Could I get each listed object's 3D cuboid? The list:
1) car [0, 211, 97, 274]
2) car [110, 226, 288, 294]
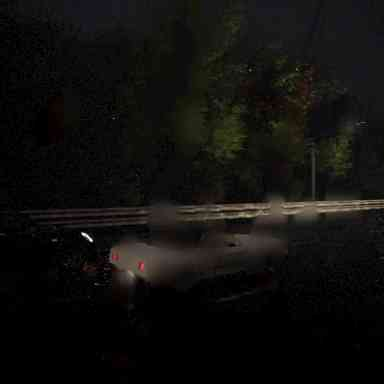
[{"bbox_3d":[-4.981,1.294,9.031,4.553,1.767,2.097,0,0,-37],"label":"car"},{"bbox_3d":[0.414,1.564,8.741,4.718,1.301,1.895,0,0,-37],"label":"car"}]
